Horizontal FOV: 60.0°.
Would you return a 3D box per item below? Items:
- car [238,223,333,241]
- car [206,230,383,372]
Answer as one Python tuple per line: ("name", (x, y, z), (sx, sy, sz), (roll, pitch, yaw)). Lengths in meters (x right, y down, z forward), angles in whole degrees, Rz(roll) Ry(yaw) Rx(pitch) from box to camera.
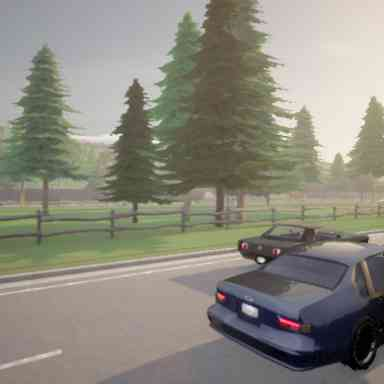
("car", (3.786, 1.662, 10.745), (4.718, 1.301, 1.895), (0, 0, -35))
("car", (2.786, 1.584, 5.734), (5.357, 1.411, 2.033), (0, 0, -35))
